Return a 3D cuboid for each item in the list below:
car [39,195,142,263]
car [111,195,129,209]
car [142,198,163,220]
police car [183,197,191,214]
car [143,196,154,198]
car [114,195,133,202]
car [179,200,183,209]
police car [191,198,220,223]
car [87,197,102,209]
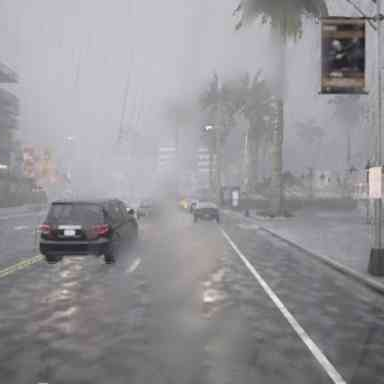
[{"bbox_3d":[-3.434,1.227,12.069,2.150,2.045,5.566,0,0,0],"label":"car"},{"bbox_3d":[-10.325,1.366,47.392,2.097,1.767,4.553,0,0,-17],"label":"car"},{"bbox_3d":[-3.535,1.501,28.180,2.128,1.511,4.902,0,0,-1],"label":"car"},{"bbox_3d":[0.505,1.437,36.393,1.930,1.638,5.238,0,0,-7],"label":"police car"},{"bbox_3d":[-8.478,1.525,63.010,1.837,1.490,4.892,0,-1,-29],"label":"car"},{"bbox_3d":[-14.986,1.362,72.734,2.128,1.511,4.902,0,0,-40],"label":"car"},{"bbox_3d":[-0.553,1.470,42.914,1.801,1.575,5.366,0,0,-12],"label":"car"},{"bbox_3d":[1.050,1.434,25.677,1.930,1.638,5.238,0,0,0],"label":"police car"},{"bbox_3d":[-13.342,1.519,45.393,1.837,1.490,4.892,0,0,-17],"label":"car"}]
